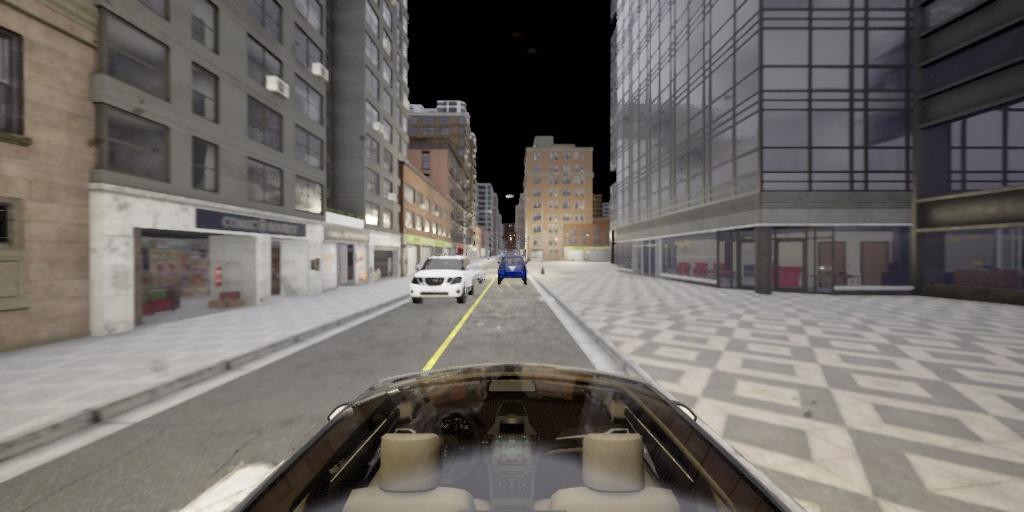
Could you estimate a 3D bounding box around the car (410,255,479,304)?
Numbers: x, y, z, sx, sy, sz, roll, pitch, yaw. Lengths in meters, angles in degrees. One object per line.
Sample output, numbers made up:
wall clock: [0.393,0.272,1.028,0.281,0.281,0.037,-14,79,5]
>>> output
car: [-3.022,0.976,16.681,2.150,2.045,5.566,0,0,0]

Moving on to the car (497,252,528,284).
car: [0.041,0.968,27.315,2.150,2.045,5.566,0,1,0]

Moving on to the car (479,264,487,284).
car: [-3.041,1.270,27.118,1.812,1.442,4.674,0,0,0]
